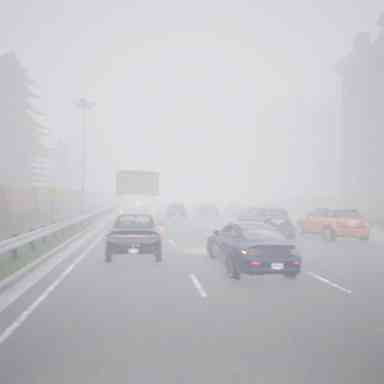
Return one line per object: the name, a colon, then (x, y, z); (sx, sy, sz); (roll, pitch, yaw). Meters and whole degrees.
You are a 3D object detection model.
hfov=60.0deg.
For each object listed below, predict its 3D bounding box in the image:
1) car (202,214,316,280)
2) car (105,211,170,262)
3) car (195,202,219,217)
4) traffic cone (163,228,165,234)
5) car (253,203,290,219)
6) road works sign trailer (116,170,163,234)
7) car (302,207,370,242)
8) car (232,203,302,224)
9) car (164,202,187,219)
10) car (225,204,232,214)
car: (1.732, 1.646, 10.343); (1.812, 1.442, 4.674); (1, -1, -8)
car: (-2.118, 1.565, 12.424); (2.128, 1.511, 4.902); (1, 0, -8)
car: (1.563, 1.837, 35.154); (1.837, 1.490, 4.892); (1, 0, -8)
traffic cone: (-1.697, 2.091, 18.943); (0.340, 0.580, 0.340); (1, 0, -8)
car: (8.484, 2.005, 36.196); (2.033, 1.411, 5.357); (1, 0, -9)
road works sign trailer: (-3.104, 0.575, 18.870); (2.380, 3.560, 2.880); (1, 0, -8)
car: (7.601, 1.642, 18.451); (2.097, 1.767, 4.553); (1, 0, -8)
car: (4.019, 1.585, 18.706); (2.097, 1.767, 4.553); (1, 0, -8)
car: (-1.613, 1.760, 32.732); (1.837, 1.490, 4.892); (1, -1, -8)
car: (4.951, 1.923, 36.159); (1.812, 1.442, 4.674); (1, 0, -8)
